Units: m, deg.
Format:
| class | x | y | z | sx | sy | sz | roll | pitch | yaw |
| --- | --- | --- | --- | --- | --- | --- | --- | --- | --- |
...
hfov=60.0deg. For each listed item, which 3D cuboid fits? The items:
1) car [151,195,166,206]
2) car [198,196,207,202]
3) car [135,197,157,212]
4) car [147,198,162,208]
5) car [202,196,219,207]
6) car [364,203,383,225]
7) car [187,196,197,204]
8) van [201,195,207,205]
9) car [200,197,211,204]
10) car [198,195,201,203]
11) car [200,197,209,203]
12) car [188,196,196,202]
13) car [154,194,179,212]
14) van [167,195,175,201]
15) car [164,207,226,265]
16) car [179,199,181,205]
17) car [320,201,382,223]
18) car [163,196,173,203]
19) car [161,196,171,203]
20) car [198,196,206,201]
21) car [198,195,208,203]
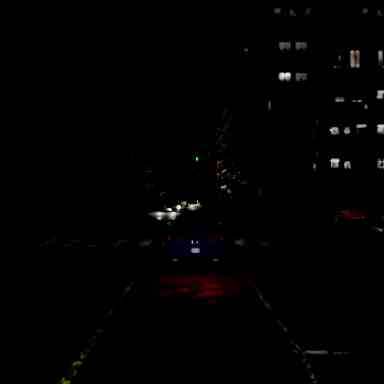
| class | x | y | z | sx | sy | sz | roll | pitch | yaw |
| --- | --- | --- | --- | --- | --- | --- | --- | --- | --- |
| car | -5.698 | 1.459 | 57.063 | 2.192 | 1.841 | 5.009 | 0 | 0 | 0 |
| car | 2.677 | 1.796 | 85.215 | 2.008 | 1.369 | 4.403 | 0 | 0 | 0 |
| car | -5.695 | 1.659 | 40.171 | 1.947 | 1.339 | 4.313 | 0 | 0 | 0 |
| car | -5.696 | 1.651 | 51.263 | 1.752 | 1.417 | 4.829 | 0 | 0 | 0 |
| car | 2.685 | 1.653 | 45.803 | 1.887 | 1.381 | 4.507 | 0 | 0 | 0 |
| car | 16.254 | 1.855 | 25.272 | 5.008 | 1.535 | 1.882 | 1 | 0 | -1 |
| car | -0.012 | 1.661 | 68.888 | 1.882 | 1.535 | 5.008 | 0 | 0 | 0 |
| van | 2.684 | 1.467 | 51.434 | 1.690 | 1.788 | 3.998 | 0 | 0 | 0 |
| car | 2.680 | 1.733 | 68.324 | 2.008 | 1.369 | 4.403 | 0 | 0 | 0 |
| car | 2.682 | 1.603 | 62.694 | 1.967 | 1.590 | 4.097 | 0 | 0 | 0 |
| car | 2.679 | 1.747 | 73.954 | 1.887 | 1.381 | 4.507 | 0 | 0 | 0 |
| car | -0.013 | 1.640 | 79.307 | 2.033 | 1.411 | 5.357 | 0 | 0 | 0 |
| car | -3.096 | 1.317 | 41.351 | 2.150 | 2.045 | 5.566 | 0 | 0 | -1 |
| van | -5.704 | 1.610 | 90.844 | 1.690 | 1.788 | 3.998 | 0 | 0 | 0 |
| car | 0.099 | 1.501 | 11.838 | 1.882 | 1.535 | 5.008 | 0 | 0 | 0 |
| car | -3.032 | 1.755 | 59.956 | 1.895 | 1.301 | 4.718 | 0 | 0 | 0 |
| car | 13.461 | 1.658 | 27.852 | 5.009 | 1.841 | 2.192 | 1 | -1 | -1 |
| car | -5.701 | 1.664 | 79.583 | 1.967 | 1.590 | 4.097 | 0 | 0 | 0 |
| car | -5.701 | 1.643 | 73.954 | 1.967 | 1.590 | 4.097 | 0 | 0 | 0 |
| car | 2.676 | 1.814 | 90.844 | 1.887 | 1.381 | 4.507 | 0 | 0 | 0 |
| car | 2.679 | 1.539 | 79.585 | 2.192 | 1.841 | 5.009 | 0 | 0 | 0 |
